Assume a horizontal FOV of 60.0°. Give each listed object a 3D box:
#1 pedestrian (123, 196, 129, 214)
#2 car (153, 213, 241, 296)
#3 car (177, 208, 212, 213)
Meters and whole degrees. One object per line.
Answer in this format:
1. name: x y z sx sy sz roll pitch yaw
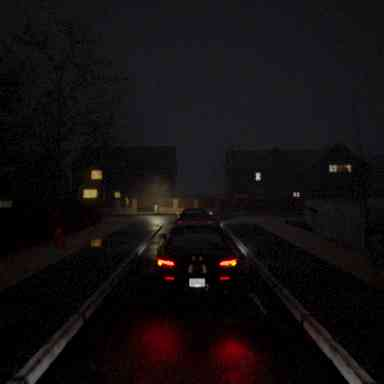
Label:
1. pedestrian: -6.701 1.251 33.892 0.375 1.860 0.375 0 -1 1
2. car: 0.104 1.499 8.434 1.812 1.442 4.674 0 0 0
3. car: 0.123 1.511 17.138 1.994 1.385 4.181 0 0 1
